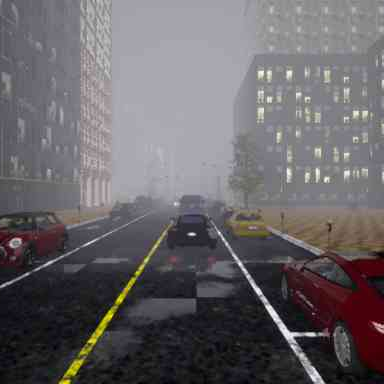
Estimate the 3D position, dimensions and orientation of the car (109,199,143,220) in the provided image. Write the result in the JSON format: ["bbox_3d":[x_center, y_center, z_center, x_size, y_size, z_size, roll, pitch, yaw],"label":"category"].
[{"bbox_3d":[-5.686,1.573,28.089,1.947,1.339,4.313,0,0,0],"label":"car"}]

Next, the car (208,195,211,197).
[{"bbox_3d":[2.661,1.615,56.509,1.802,1.307,4.206,0,0,0],"label":"car"}]

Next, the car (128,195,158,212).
[{"bbox_3d":[-5.685,1.330,39.468,2.192,1.841,5.009,0,0,0],"label":"car"}]

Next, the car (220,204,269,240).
[{"bbox_3d":[2.668,1.528,16.855,1.752,1.417,4.829,0,0,0],"label":"car"}]

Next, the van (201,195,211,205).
[{"bbox_3d":[2.661,1.381,62.198,1.690,1.788,3.998,0,0,0],"label":"van"}]

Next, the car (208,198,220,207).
[{"bbox_3d":[2.661,1.577,33.752,1.947,1.339,4.313,0,0,0],"label":"car"}]

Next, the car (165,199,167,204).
[{"bbox_3d":[-5.687,1.606,62.223,1.947,1.339,4.313,0,0,0],"label":"car"}]

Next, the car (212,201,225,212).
[{"bbox_3d":[2.663,1.556,22.374,2.008,1.369,4.403,0,0,0],"label":"car"}]

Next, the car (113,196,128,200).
[{"bbox_3d":[-17.466,1.594,83.009,4.206,1.307,1.802,0,0,0],"label":"car"}]

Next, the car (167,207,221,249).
[{"bbox_3d":[0.000,1.576,14.650,1.994,1.385,4.181,0,0,0],"label":"car"}]

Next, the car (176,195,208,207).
[{"bbox_3d":[0.000,1.267,29.681,2.150,2.045,5.566,0,0,0],"label":"car"}]

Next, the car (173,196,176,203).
[{"bbox_3d":[-3.001,1.523,72.716,2.128,1.511,4.902,0,0,0],"label":"car"}]

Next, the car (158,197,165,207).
[{"bbox_3d":[-5.687,1.571,50.846,1.887,1.381,4.507,0,0,0],"label":"car"}]

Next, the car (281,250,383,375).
[{"bbox_3d":[2.677,1.582,5.308,1.802,1.307,4.206,0,0,0],"label":"car"}]

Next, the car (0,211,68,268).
[{"bbox_3d":[-5.685,1.441,11.022,1.967,1.590,4.097,0,0,0],"label":"car"}]
